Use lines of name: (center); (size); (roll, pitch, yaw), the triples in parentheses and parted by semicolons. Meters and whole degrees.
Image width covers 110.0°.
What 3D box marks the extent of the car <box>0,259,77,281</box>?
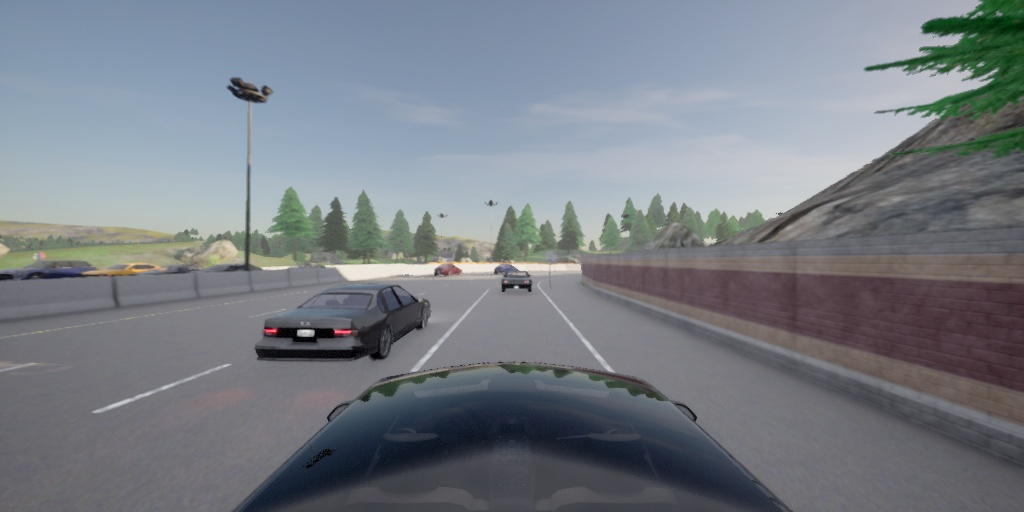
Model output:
car: (-31.329, 1.052, 24.331); (2.097, 1.767, 4.553); (1, -1, 1)

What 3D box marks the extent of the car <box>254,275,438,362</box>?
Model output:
car: (-3.358, 1.339, 8.389); (2.033, 1.411, 5.357); (1, -1, 1)

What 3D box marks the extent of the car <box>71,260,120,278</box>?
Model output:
car: (-27.774, 1.235, 25.989); (1.882, 1.535, 5.008); (1, -1, 1)

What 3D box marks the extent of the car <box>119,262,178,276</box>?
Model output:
car: (-24.275, 1.340, 25.952); (2.033, 1.411, 5.357); (1, -1, 1)

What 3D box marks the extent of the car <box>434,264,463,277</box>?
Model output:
car: (-7.348, 1.643, 41.499); (1.812, 1.442, 4.674); (0, -1, 18)

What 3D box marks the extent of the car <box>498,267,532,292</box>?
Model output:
car: (0.310, 1.596, 23.675); (1.895, 1.301, 4.718); (1, -1, 1)

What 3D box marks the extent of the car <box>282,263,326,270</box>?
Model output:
car: (-20.016, 1.411, 34.566); (2.128, 1.511, 4.902); (0, 0, 8)

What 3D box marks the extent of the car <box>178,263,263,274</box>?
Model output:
car: (-20.775, 1.319, 25.916); (1.837, 1.490, 4.892); (1, -1, 1)

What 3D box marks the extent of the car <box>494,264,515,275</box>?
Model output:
car: (-0.708, 1.774, 47.922); (1.812, 1.442, 4.674); (0, -1, 28)
